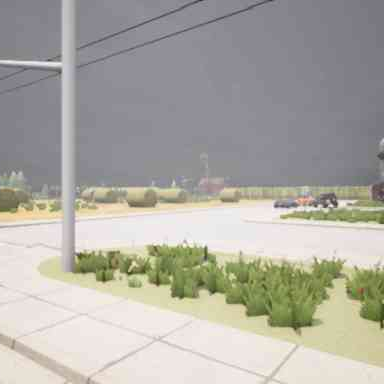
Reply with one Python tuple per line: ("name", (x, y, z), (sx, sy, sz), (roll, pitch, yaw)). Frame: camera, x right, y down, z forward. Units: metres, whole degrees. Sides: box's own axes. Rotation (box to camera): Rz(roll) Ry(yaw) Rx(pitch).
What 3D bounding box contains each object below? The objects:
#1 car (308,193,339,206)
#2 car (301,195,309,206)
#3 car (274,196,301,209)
("car", (17.525, 1.102, 43.690), (1.905, 1.878, 3.866), (-6, -1, -8))
("car", (17.833, 1.304, 51.485), (2.097, 1.767, 4.553), (0, 0, 35))
("car", (12.203, 1.459, 43.272), (1.994, 1.385, 4.181), (-2, -1, 36))
